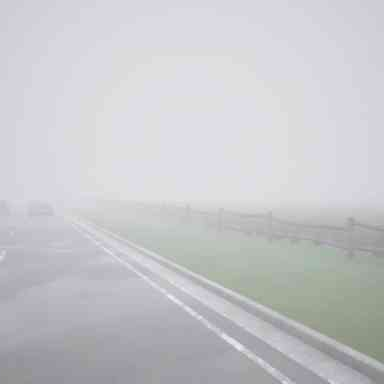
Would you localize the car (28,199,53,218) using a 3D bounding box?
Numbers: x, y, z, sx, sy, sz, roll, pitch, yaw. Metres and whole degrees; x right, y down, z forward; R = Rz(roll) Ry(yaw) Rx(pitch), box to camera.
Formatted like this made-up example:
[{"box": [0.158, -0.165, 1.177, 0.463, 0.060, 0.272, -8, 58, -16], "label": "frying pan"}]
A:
[{"box": [-13.820, 1.579, 30.334, 1.994, 1.385, 4.181, 0, 0, -26], "label": "car"}]

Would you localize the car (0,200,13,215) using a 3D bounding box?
[{"box": [-19.056, 1.525, 33.010, 1.837, 1.490, 4.892, 0, 0, -26], "label": "car"}]

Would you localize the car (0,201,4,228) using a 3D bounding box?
[{"box": [-12.016, 1.490, 18.829, 1.882, 1.535, 5.008, 0, 0, -26], "label": "car"}]
